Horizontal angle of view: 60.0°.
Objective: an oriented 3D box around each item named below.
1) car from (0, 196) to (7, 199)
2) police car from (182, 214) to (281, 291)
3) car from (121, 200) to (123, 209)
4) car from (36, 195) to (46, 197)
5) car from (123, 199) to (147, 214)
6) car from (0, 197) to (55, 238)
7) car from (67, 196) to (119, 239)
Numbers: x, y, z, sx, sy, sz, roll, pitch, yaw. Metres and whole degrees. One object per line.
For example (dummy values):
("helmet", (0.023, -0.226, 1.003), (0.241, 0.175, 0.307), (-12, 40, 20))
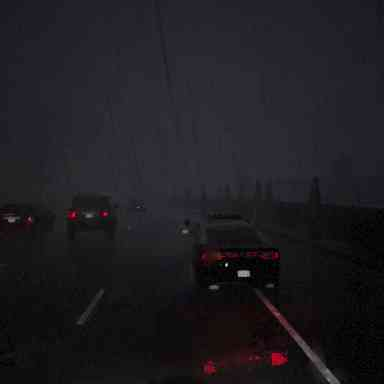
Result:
("car", (-34.923, 1.585, 60.846), (1.882, 1.535, 5.008), (0, 0, -16))
("police car", (0.797, 1.423, 9.197), (1.930, 1.638, 5.238), (0, 0, -5))
("car", (-8.803, 1.620, 45.833), (1.895, 1.301, 4.718), (0, 0, -16))
("car", (-27.581, 1.429, 60.480), (2.097, 1.767, 4.553), (0, 0, -15))
("car", (-6.104, 1.572, 36.173), (1.994, 1.385, 4.181), (0, 0, -16))
("car", (-8.787, 1.364, 17.680), (2.097, 1.767, 4.553), (0, 0, -10))
("car", (-5.184, 1.221, 17.800), (2.150, 2.045, 5.566), (0, -1, -11))
